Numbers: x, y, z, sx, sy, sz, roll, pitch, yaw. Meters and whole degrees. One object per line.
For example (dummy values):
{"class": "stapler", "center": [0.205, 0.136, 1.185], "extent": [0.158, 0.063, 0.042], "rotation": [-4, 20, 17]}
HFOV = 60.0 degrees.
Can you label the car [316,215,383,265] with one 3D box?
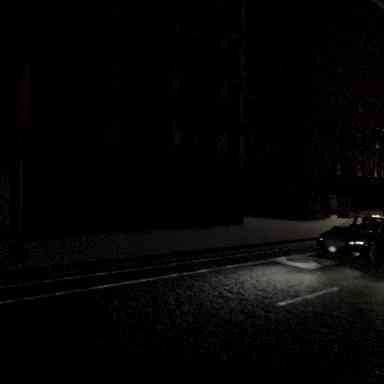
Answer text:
{"class": "car", "center": [6.635, 1.650, 12.418], "extent": [4.902, 1.511, 2.128], "rotation": [1, 0, -36]}
